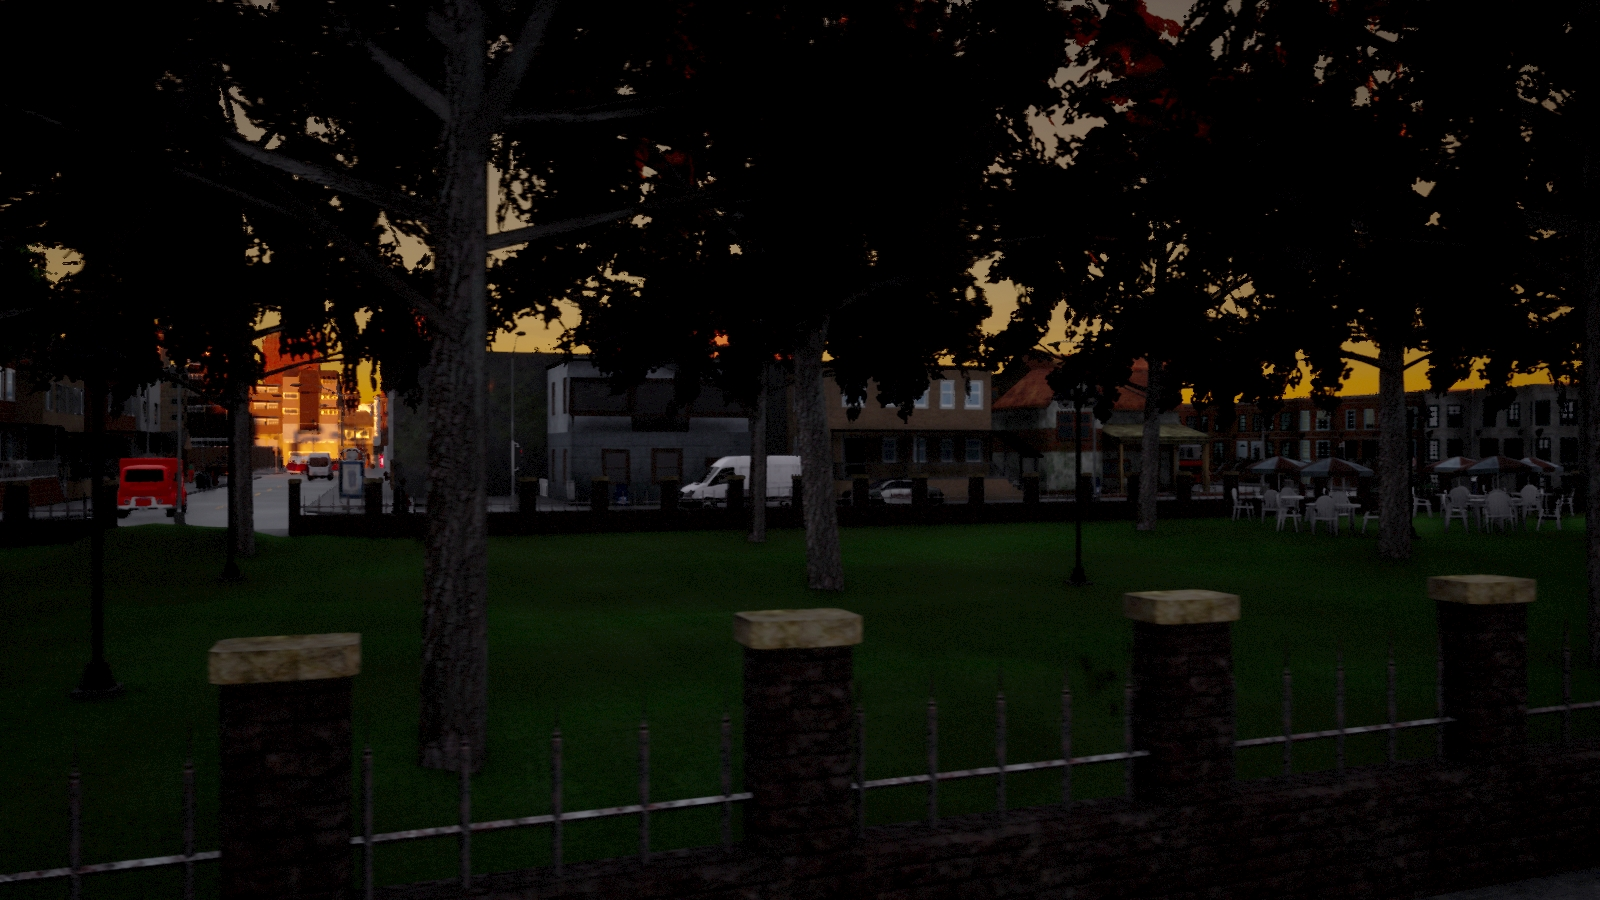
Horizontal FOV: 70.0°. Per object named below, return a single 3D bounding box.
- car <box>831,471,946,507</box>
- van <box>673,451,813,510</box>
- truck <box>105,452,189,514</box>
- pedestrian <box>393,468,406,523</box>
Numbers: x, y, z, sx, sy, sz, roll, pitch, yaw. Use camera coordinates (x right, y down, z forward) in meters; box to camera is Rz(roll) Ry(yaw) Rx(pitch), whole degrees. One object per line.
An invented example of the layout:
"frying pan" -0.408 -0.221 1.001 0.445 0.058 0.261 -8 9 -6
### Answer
"car" 4.144 1.817 53.661 4.974 1.542 2.038 0 0 -21
"van" -2.547 1.314 51.108 5.915 2.561 1.988 0 0 -20
"truck" -27.515 1.357 48.346 2.627 2.467 5.204 0 -1 -25
"pedestrian" -13.510 1.525 38.509 0.375 1.860 0.375 0 0 -14
